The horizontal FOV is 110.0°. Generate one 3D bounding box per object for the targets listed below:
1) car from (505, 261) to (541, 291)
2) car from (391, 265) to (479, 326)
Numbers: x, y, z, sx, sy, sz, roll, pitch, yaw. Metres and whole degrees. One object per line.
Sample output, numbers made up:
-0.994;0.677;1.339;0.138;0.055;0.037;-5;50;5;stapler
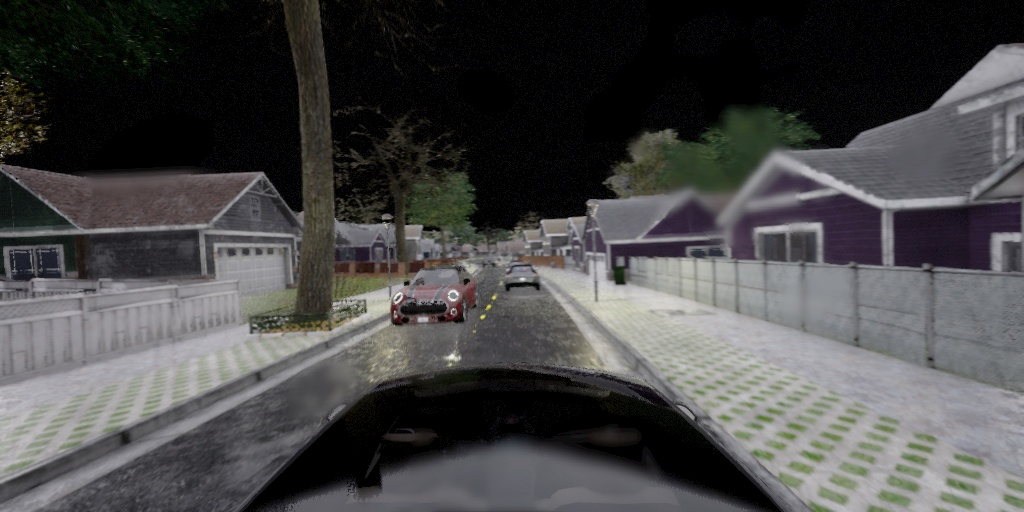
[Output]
0.597;1.181;21.023;1.994;1.385;4.181;-3;0;1;car
-2.405;1.138;12.044;2.097;1.767;4.553;-2;0;1;car
